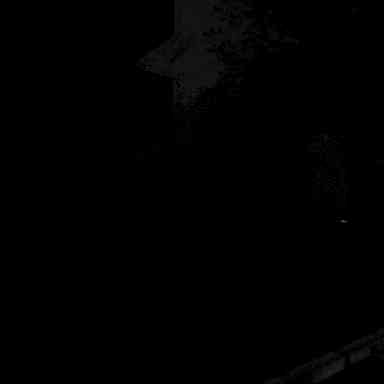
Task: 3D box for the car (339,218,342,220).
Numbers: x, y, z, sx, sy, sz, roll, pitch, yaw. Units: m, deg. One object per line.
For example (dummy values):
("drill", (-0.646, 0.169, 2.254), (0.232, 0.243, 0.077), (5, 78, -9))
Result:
("car", (19.658, 2.939, 43.096), (1.882, 1.535, 5.008), (1, -2, 1))
